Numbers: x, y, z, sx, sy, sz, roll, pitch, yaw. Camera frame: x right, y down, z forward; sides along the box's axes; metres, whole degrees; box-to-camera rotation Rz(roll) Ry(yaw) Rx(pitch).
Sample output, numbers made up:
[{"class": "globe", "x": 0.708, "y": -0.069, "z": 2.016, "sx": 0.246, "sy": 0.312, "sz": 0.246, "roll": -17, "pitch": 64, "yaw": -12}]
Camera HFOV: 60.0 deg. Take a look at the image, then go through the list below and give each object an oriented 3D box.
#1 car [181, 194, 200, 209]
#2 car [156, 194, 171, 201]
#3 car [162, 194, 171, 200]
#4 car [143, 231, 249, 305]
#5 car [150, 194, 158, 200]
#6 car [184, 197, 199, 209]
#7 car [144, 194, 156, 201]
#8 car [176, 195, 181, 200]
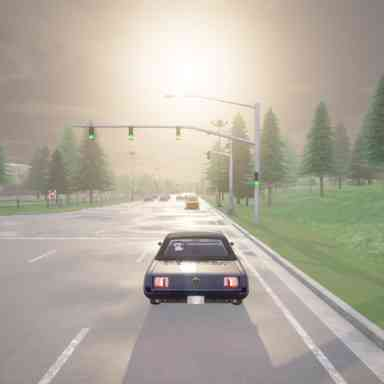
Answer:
[{"class": "car", "x": -0.075, "y": 1.095, "z": 46.168, "sx": 1.882, "sy": 1.535, "sz": 5.008, "roll": -3, "pitch": 16, "yaw": -4}, {"class": "car", "x": -6.871, "y": 1.531, "z": 80.334, "sx": 2.033, "sy": 1.411, "sz": 5.357, "roll": 0, "pitch": 0, "yaw": 0}, {"class": "car", "x": -6.854, "y": 1.372, "z": 90.754, "sx": 2.033, "sy": 1.411, "sz": 5.357, "roll": 0, "pitch": 0, "yaw": 0}, {"class": "car", "x": 0.092, "y": 1.601, "z": 8.035, "sx": 1.895, "sy": 1.301, "sz": 4.718, "roll": 0, "pitch": 0, "yaw": 0}, {"class": "car", "x": -10.354, "y": 1.332, "z": 90.760, "sx": 1.837, "sy": 1.490, "sz": 4.892, "roll": 0, "pitch": 0, "yaw": 0}, {"class": "car", "x": -0.016, "y": 1.576, "z": 49.703, "sx": 2.033, "sy": 1.411, "sz": 5.357, "roll": -1, "pitch": 1, "yaw": 2}, {"class": "car", "x": -10.371, "y": 1.531, "z": 80.340, "sx": 2.033, "sy": 1.411, "sz": 5.357, "roll": 0, "pitch": 0, "yaw": 0}, {"class": "car", "x": -3.353, "y": 1.553, "z": 91.162, "sx": 1.994, "sy": 1.385, "sz": 4.181, "roll": 0, "pitch": 0, "yaw": 0}]
